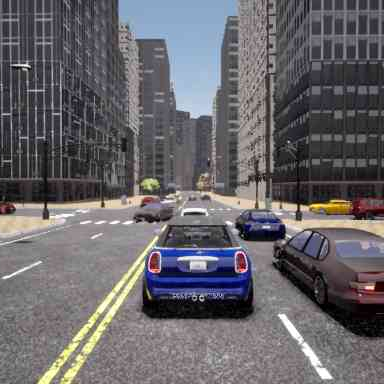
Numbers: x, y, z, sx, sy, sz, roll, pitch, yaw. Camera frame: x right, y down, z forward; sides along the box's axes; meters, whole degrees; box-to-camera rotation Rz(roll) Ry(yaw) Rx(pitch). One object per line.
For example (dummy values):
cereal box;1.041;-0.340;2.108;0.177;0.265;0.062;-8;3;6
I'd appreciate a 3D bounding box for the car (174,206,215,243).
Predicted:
car;0.128;1.517;16.988;1.812;1.442;4.674;0;0;0

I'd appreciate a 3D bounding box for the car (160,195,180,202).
car;-3.258;1.490;49.776;1.812;1.442;4.674;0;0;0

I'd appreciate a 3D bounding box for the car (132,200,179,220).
car;-2.878;1.578;25.780;2.033;1.411;5.357;0;-1;12

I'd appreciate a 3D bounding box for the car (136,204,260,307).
car;0.113;1.348;8.131;2.097;1.767;4.553;0;0;0

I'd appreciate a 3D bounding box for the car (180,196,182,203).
car;-3.227;1.501;59.467;2.033;1.411;5.357;0;0;0

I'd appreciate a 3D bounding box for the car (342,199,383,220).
car;16.249;1.519;28.779;5.009;1.841;2.192;1;0;1

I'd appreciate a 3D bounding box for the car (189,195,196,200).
car;0.151;1.449;90.016;2.033;1.411;5.357;0;0;0

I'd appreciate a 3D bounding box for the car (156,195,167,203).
car;-6.383;1.417;70.322;1.882;1.535;5.008;0;0;0

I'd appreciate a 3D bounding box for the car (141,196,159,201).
car;-6.507;1.442;50.025;1.882;1.535;5.008;0;0;0

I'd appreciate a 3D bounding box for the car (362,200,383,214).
car;21.872;1.642;37.056;4.829;1.417;1.752;1;0;1

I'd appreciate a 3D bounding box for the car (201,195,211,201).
car;3.382;1.429;77.932;1.837;1.490;4.892;0;0;0

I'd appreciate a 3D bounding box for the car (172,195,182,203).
car;-3.134;1.418;69.683;1.882;1.535;5.008;0;0;0

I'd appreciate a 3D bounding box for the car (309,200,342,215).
car;14.762;1.574;34.595;5.008;1.535;1.882;0;1;1

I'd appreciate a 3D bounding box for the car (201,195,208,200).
car;3.403;1.504;90.454;1.895;1.301;4.718;0;0;0

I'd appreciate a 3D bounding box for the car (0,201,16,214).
car;-19.339;1.408;32.013;4.181;1.385;1.994;1;1;1

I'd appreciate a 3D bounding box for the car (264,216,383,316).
car;3.362;1.544;7.791;2.033;1.411;5.357;0;0;0

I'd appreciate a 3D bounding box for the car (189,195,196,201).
car;0.134;1.451;79.797;2.128;1.511;4.902;0;0;0

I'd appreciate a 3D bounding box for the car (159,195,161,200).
car;-6.476;1.500;59.952;2.033;1.411;5.357;0;0;0

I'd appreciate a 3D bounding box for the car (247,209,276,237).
car;3.377;1.555;17.030;1.994;1.385;4.181;0;0;0
